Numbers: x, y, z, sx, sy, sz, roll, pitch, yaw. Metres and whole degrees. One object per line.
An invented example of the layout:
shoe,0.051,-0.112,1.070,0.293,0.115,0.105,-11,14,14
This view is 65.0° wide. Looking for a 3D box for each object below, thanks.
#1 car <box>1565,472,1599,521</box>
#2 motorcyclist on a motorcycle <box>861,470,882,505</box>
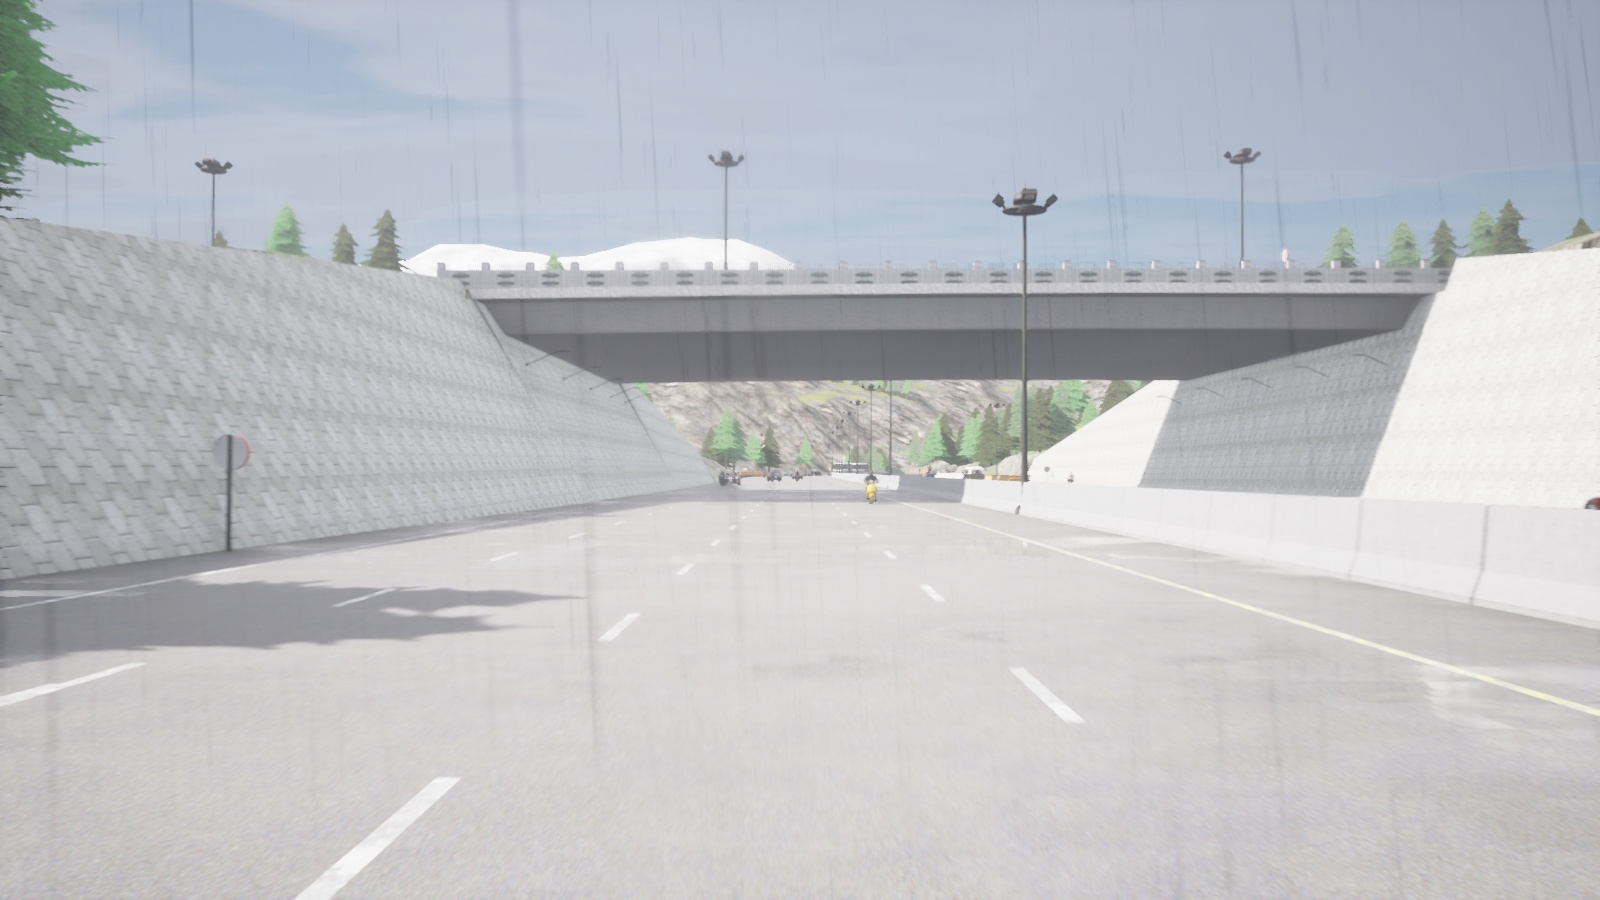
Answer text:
car,24.412,1.347,36.244,1.812,1.442,4.674,0,-1,0
motorcyclist on a motorcycle,3.357,1.738,58.963,0.866,1.590,1.817,0,-1,0
